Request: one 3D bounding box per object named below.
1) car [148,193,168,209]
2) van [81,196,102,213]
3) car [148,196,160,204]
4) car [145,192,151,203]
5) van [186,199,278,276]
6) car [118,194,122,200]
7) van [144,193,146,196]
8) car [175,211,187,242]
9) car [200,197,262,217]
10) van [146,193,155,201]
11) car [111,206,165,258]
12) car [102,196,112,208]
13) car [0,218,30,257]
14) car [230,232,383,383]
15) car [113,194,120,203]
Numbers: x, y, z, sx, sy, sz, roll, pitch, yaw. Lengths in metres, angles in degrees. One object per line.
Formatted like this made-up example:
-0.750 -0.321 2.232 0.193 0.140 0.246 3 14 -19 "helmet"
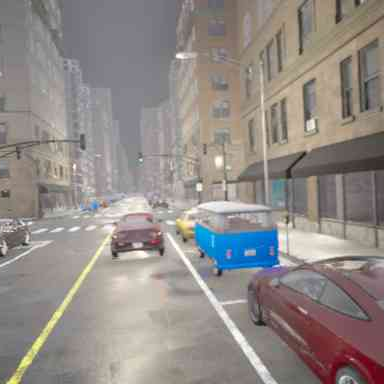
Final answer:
-4.101 1.292 42.175 1.967 1.590 4.097 -3 0 -9 "car"
-12.512 1.616 40.812 1.690 1.788 3.998 -3 0 -9 "van"
-6.741 1.402 58.721 1.947 1.339 4.313 -3 1 -9 "car"
-5.871 1.158 53.204 2.192 1.841 5.009 -3 1 -9 "car"
1.084 1.209 9.722 1.690 1.788 3.998 -3 0 -9 "van"
-19.560 1.767 84.943 1.947 1.339 4.313 -3 1 -9 "car"
-8.516 1.158 69.750 1.690 1.788 3.998 -3 1 -9 "van"
0.170 1.390 15.489 1.752 1.417 4.829 -3 0 -9 "car"
3.280 1.227 28.012 4.718 1.301 1.895 -3 0 -17 "car"
-9.398 1.146 75.264 1.690 1.788 3.998 -3 1 -9 "van"
-2.082 1.522 12.901 1.812 1.442 4.674 -3 1 -9 "car"
-14.277 1.581 51.845 2.192 1.841 5.009 -3 0 -9 "car"
-8.207 1.839 13.959 2.008 1.369 4.403 -3 0 -9 "car"
1.991 1.451 4.124 1.802 1.307 4.206 -3 0 -9 "car"
-17.795 1.772 73.911 1.887 1.381 4.507 -3 1 -9 "car"
